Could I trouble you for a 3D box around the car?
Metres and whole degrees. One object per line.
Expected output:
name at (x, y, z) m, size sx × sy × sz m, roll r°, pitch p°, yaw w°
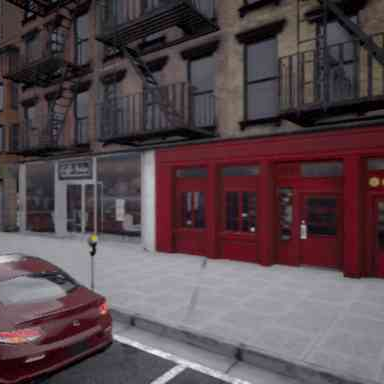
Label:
car at (-2.957, 1.599, 4.920) m, size 4.206 × 1.307 × 1.802 m, roll 0°, pitch 0°, yaw 35°
